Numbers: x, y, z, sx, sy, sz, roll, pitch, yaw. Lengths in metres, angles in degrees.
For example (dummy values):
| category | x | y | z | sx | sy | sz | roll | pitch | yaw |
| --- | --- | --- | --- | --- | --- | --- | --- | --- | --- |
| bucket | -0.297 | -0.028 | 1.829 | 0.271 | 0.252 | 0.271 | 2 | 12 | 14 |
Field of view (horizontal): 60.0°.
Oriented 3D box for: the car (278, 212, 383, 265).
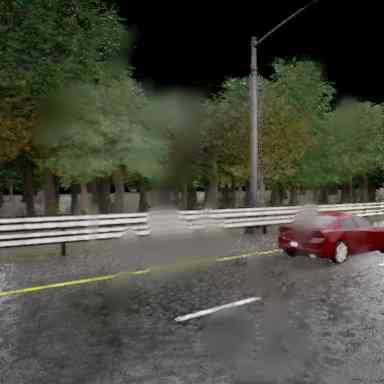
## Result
| category | x | y | z | sx | sy | sz | roll | pitch | yaw |
| --- | --- | --- | --- | --- | --- | --- | --- | --- | --- |
| car | 5.183 | 1.453 | 11.721 | 5.008 | 1.535 | 1.882 | 0 | 0 | -35 |
